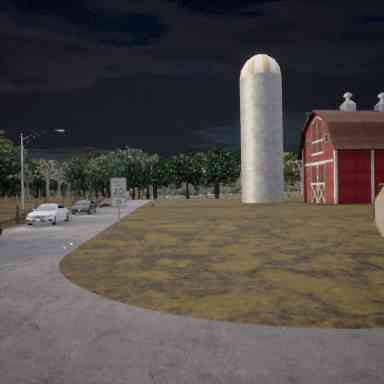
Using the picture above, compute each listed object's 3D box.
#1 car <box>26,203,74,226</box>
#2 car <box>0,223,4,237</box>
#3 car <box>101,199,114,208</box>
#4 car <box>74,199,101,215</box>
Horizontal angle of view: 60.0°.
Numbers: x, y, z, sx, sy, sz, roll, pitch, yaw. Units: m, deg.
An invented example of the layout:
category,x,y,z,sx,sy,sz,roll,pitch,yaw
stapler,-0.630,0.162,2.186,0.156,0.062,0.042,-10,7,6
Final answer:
category,x,y,z,sx,sy,sz,roll,pitch,yaw
car,-10.300,1.576,24.085,1.812,1.442,4.674,-1,0,-5
car,-9.056,1.596,12.583,2.033,1.411,5.357,-1,0,-9
car,-12.555,1.694,49.459,1.994,1.385,4.181,-1,0,-5
car,-11.302,1.575,35.078,1.837,1.490,4.892,-1,0,-5
